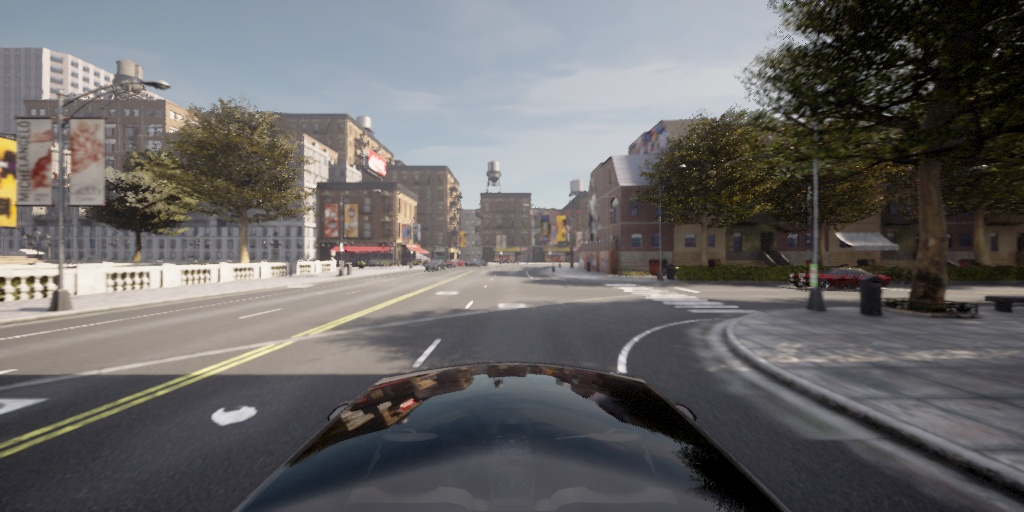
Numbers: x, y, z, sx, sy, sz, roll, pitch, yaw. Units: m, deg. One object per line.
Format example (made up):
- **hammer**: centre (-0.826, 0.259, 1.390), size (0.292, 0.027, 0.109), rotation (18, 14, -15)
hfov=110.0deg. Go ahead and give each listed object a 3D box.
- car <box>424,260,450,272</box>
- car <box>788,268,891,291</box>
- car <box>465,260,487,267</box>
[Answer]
- **car**: centre (-10.144, 1.270, 47.699), size (1.837, 1.490, 4.892), rotation (0, -1, 5)
- **car**: centre (19.345, 1.355, 21.360), size (4.718, 1.301, 1.895), rotation (0, 0, 0)
- **car**: centre (-6.073, 1.331, 64.609), size (1.994, 1.385, 4.181), rotation (0, 0, 22)
